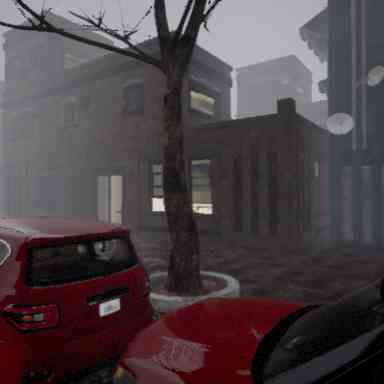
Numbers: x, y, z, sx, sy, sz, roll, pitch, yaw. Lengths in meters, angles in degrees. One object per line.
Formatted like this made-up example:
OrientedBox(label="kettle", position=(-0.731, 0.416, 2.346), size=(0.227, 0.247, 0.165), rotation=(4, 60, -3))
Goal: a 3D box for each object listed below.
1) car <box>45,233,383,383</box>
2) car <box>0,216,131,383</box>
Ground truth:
OrientedBox(label="car", position=(1.706, 1.319, 1.674), size=(5.009, 1.841, 2.192), rotation=(1, 0, 35))
OrientedBox(label="car", position=(-2.812, 1.277, 4.896), size=(5.009, 1.841, 2.192), rotation=(1, 0, 35))
